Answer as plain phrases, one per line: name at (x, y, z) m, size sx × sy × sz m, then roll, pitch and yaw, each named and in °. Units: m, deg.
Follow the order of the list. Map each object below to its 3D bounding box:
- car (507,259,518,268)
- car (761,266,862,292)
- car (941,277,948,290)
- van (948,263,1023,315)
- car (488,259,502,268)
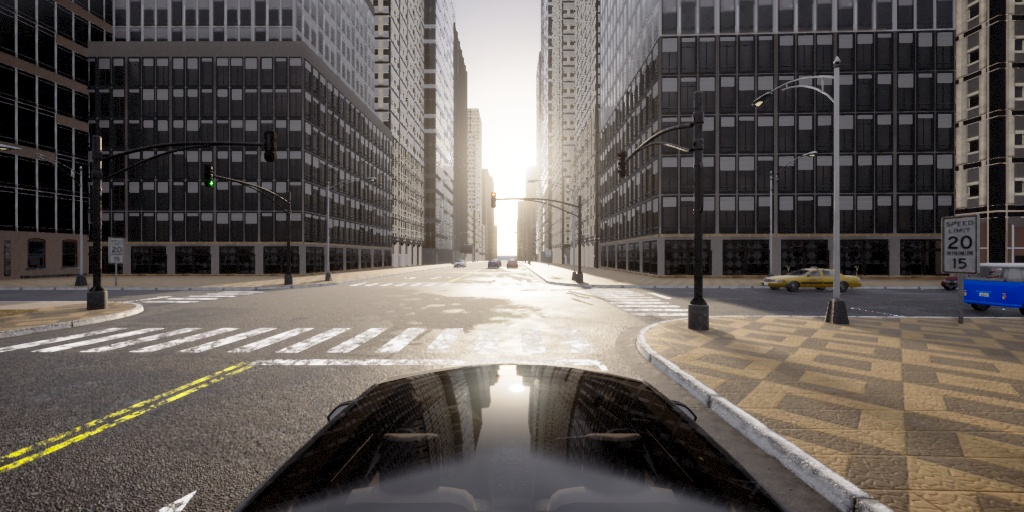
car at (0.050, 1.425, 63.666) m, size 1.994 × 1.385 × 4.181 m, roll 0°, pitch 0°, yaw 0°
car at (17.103, 1.293, 20.652) m, size 4.829 × 1.417 × 1.751 m, roll 0°, pitch 0°, yaw 2°
car at (26.937, 1.356, 20.160) m, size 4.207 × 1.307 × 1.802 m, roll 0°, pitch 0°, yaw 2°
van at (18.367, 1.119, 12.479) m, size 3.998 × 1.789 × 1.690 m, roll 0°, pitch 0°, yaw 2°
car at (-3.201, 1.336, 62.836) m, size 1.882 × 1.535 × 5.008 m, roll 0°, pitch 0°, yaw 0°
